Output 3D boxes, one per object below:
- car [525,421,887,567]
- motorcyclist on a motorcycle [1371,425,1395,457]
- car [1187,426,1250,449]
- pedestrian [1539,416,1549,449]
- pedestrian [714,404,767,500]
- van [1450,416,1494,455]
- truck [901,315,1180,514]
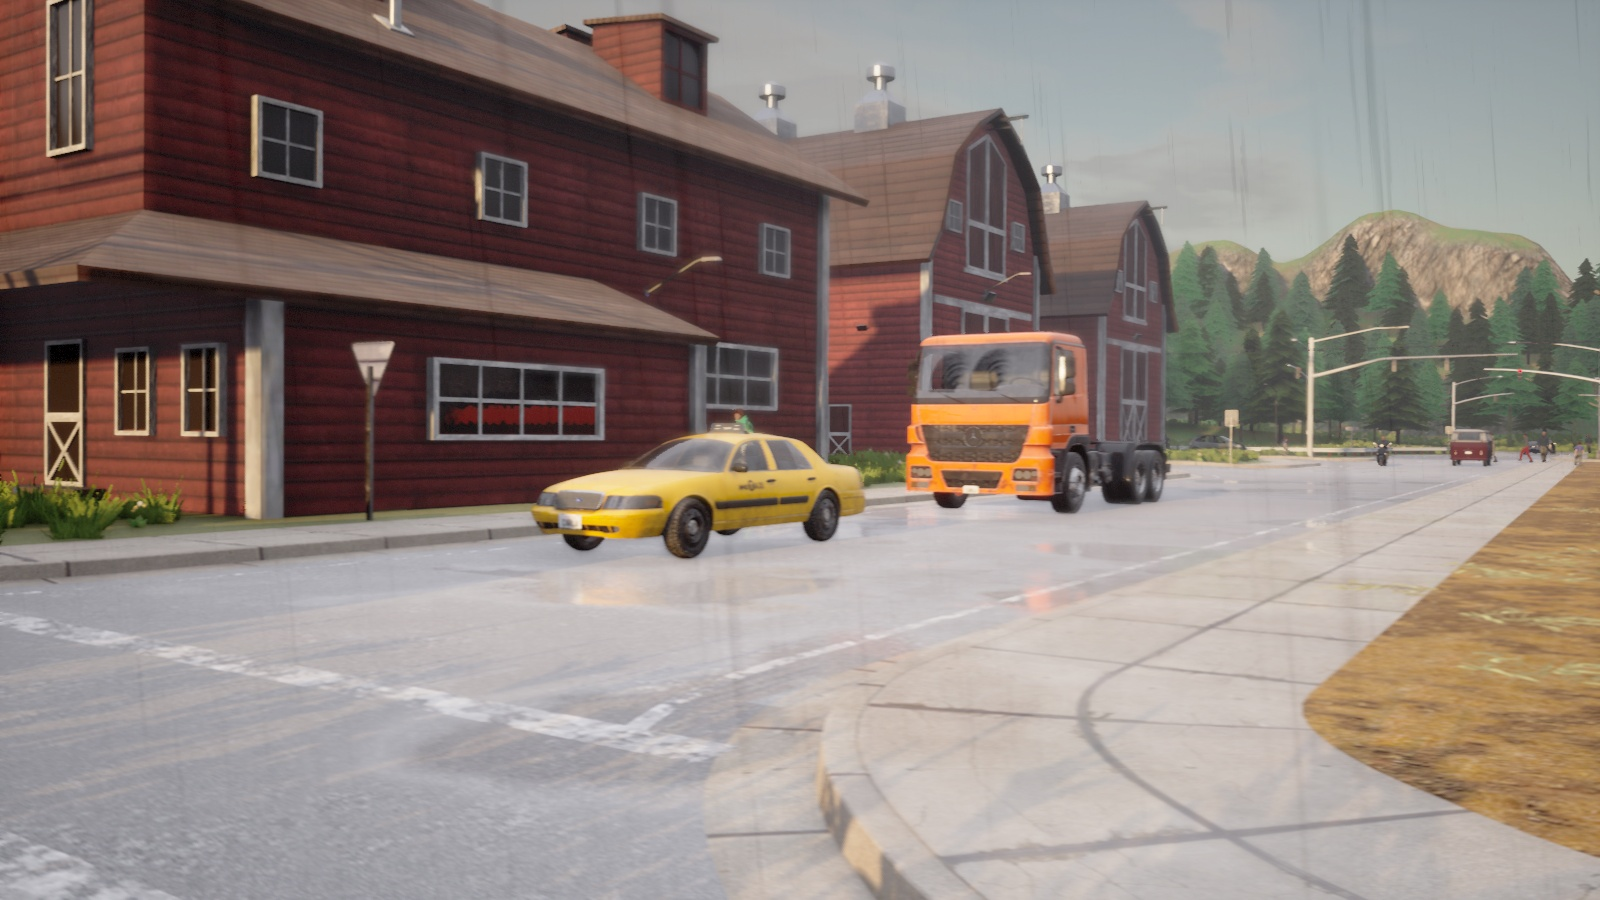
[{"bbox_3d":[-0.960,0.434,16.274,1.801,1.575,5.366,0,1,33],"label":"car"},{"bbox_3d":[29.777,-0.482,64.084,0.866,1.590,1.817,0,1,33],"label":"motorcyclist on a motorcycle"},{"bbox_3d":[30.556,-0.890,91.768,3.988,1.617,1.851,0,1,34],"label":"car"},{"bbox_3d":[41.796,-0.973,70.553,0.402,1.842,0.726,0,1,27],"label":"pedestrian"},{"bbox_3d":[-1.240,0.027,26.112,0.873,1.952,0.659,-1,1,-43],"label":"pedestrian"},{"bbox_3d":[36.174,-0.793,67.562,1.775,1.987,4.442,0,1,33],"label":"van"},{"bbox_3d":[5.259,-0.675,25.948,2.891,3.462,7.936,0,1,33],"label":"truck"}]
